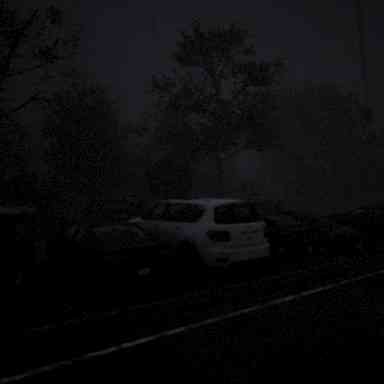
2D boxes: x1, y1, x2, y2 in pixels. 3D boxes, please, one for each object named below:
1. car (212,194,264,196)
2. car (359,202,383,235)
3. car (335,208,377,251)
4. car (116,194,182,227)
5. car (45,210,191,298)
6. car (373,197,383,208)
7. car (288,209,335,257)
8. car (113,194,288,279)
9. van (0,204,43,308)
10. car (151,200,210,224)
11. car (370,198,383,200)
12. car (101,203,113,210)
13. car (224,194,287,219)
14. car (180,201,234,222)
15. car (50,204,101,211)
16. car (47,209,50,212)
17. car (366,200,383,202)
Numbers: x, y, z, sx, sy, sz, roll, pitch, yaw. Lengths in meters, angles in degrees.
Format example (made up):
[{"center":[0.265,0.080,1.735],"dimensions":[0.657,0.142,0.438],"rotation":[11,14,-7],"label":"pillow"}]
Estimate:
[{"center":[3.531,1.208,28.997],"dimensions":[2.435,2.045,5.566],"rotation":[0,0,-35],"label":"car"},{"center":[9.018,1.454,16.873],"dimensions":[2.097,1.535,5.008],"rotation":[0,0,-36],"label":"car"},{"center":[4.467,1.483,13.596],"dimensions":[2.163,1.488,4.792],"rotation":[0,0,-36],"label":"car"},{"center":[-3.271,1.204,24.144],"dimensions":[2.435,2.045,5.566],"rotation":[0,0,-36],"label":"car"},{"center":[-2.392,1.463,8.731],"dimensions":[2.097,1.535,5.008],"rotation":[0,0,-36],"label":"car"},{"center":[28.579,1.512,46.681],"dimensions":[1.946,1.575,5.366],"rotation":[0,0,-36],"label":"car"},{"center":[2.175,1.456,11.991],"dimensions":[2.231,1.521,4.892],"rotation":[0,0,-35],"label":"car"},{"center":[-0.129,1.208,10.387],"dimensions":[2.435,2.045,5.566],"rotation":[0,0,-36],"label":"car"},{"center":[-4.745,1.241,7.202],"dimensions":[1.878,1.987,4.442],"rotation":[0,0,-36],"label":"van"},{"center":[-1.016,1.455,25.782],"dimensions":[2.097,1.535,5.008],"rotation":[0,0,-36],"label":"car"},{"center":[26.208,1.511,45.224],"dimensions":[2.231,1.521,4.892],"rotation":[0,0,-35],"label":"car"},{"center":[-5.569,1.487,22.574],"dimensions":[2.163,1.488,4.792],"rotation":[0,0,-35],"label":"car"},{"center":[5.697,1.213,30.544],"dimensions":[2.435,2.045,5.566],"rotation":[0,0,-36],"label":"car"},{"center":[1.148,1.496,27.330],"dimensions":[2.002,1.452,4.674],"rotation":[0,0,-36],"label":"car"},{"center":[-7.802,1.491,20.909],"dimensions":[2.163,1.488,4.792],"rotation":[0,0,-36],"label":"car"},{"center":[-10.083,1.465,19.311],"dimensions":[2.097,1.535,5.008],"rotation":[0,0,-36],"label":"car"},{"center":[11.186,1.455,18.655],"dimensions":[1.946,1.575,5.366],"rotation":[0,0,-36],"label":"car"}]
